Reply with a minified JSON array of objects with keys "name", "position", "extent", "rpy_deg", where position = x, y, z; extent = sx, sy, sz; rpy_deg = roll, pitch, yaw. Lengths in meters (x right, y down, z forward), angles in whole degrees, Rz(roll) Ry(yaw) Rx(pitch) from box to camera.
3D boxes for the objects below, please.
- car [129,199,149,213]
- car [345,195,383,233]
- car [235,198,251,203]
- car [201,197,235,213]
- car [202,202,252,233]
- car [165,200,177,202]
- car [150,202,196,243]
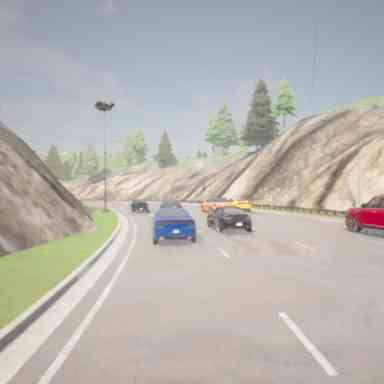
[{"name":"car","position":[-6.304,1.594,39.227],"extent":[1.837,1.490,4.892],"rpy_deg":[0,0,-16]},{"name":"car","position":[9.686,1.121,15.830],"extent":[2.150,2.045,5.566],"rpy_deg":[0,0,-7]},{"name":"car","position":[5.060,1.440,38.179],"extent":[1.882,1.535,5.008],"rpy_deg":[0,0,-16]},{"name":"car","position":[2.396,1.342,34.555],"extent":[2.097,1.767,4.553],"rpy_deg":[-1,0,-15]},{"name":"car","position":[2.084,1.512,19.420],"extent":[1.812,1.442,4.674],"rpy_deg":[0,0,-9]},{"name":"car","position":[-2.499,1.611,39.029],"extent":[1.994,1.385,4.181],"rpy_deg":[-1,0,-16]},{"name":"car","position":[-0.994,1.497,16.263],"extent":[1.882,1.535,5.008],"rpy_deg":[0,0,-8]}]
